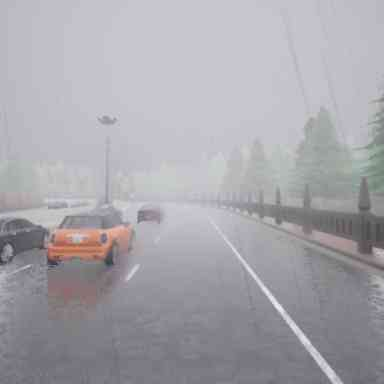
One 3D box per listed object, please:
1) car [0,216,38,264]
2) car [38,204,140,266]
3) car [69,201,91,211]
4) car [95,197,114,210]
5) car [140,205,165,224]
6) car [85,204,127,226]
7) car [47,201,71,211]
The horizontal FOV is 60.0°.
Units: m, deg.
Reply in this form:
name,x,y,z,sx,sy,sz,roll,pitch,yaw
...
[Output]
name,x,y,z,sx,sy,sz,roll,pitch,yaw
car,-6.954,1.653,12.355,1.837,1.490,4.892,0,0,1
car,-3.454,1.497,12.236,2.097,1.767,4.553,0,-1,1
car,-17.881,2.177,53.504,2.033,1.411,5.357,0,-1,-3
car,-14.603,1.876,55.801,2.150,2.045,5.566,0,0,-5
car,-3.438,1.813,28.512,1.882,1.535,5.008,0,0,1
car,-6.949,1.814,27.321,2.128,1.511,4.902,0,-1,1
car,-21.434,2.180,53.751,2.033,1.411,5.357,0,-1,-4
